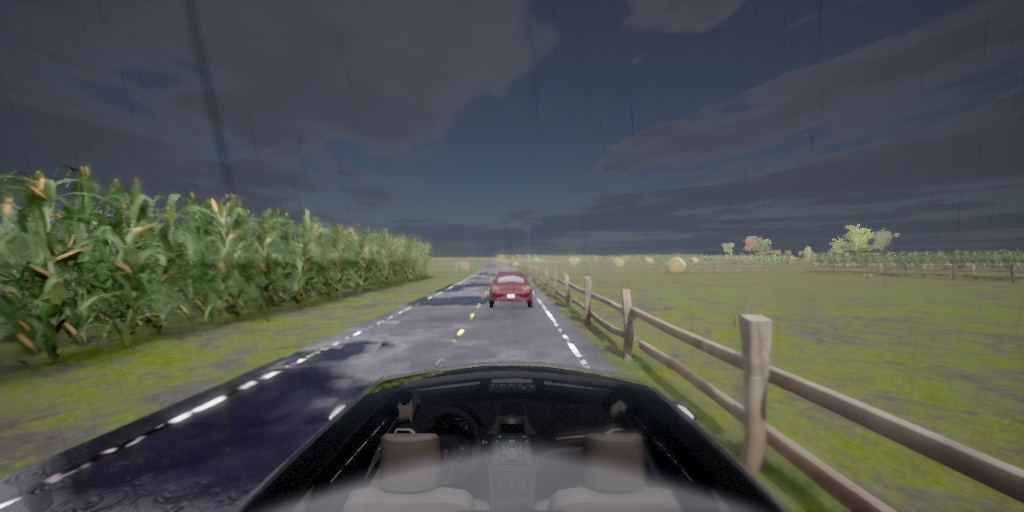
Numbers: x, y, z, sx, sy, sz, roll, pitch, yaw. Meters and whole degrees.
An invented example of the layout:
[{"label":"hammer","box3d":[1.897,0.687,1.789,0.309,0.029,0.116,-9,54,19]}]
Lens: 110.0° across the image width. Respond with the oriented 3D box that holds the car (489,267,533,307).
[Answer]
[{"label":"car","box3d":[-0.052,1.410,16.271,1.812,1.442,4.674,0,0,0]}]
